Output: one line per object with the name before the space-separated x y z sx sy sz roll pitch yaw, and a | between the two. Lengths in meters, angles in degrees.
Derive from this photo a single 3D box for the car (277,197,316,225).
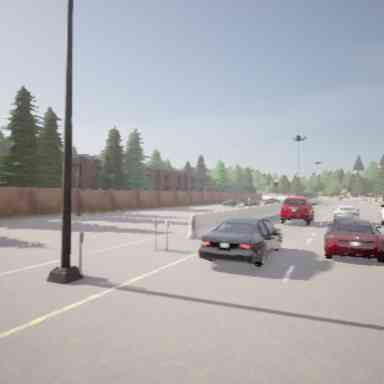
car | 8.511 1.430 26.540 2.150 2.045 5.566 1 0 25

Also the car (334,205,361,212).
car | 12.454 1.788 26.739 1.812 1.442 4.674 1 0 25

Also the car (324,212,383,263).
car | 6.222 1.692 12.800 1.994 1.385 4.181 1 0 24

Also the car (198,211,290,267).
car | 1.973 1.613 11.918 2.033 1.411 5.357 1 0 24

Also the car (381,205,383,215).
car | 14.896 1.509 23.673 2.150 2.045 5.566 1 0 25
